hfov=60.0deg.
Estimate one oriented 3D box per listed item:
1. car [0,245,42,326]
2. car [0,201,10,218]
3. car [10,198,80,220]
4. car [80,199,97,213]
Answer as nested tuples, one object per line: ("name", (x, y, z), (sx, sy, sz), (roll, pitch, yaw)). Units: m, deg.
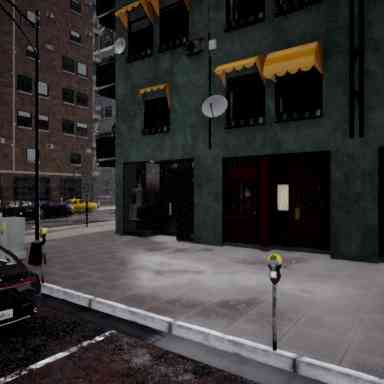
("car", (-4.501, 1.551, 6.079), (4.403, 1.369, 2.008), (0, 0, 35))
("car", (-14.073, 1.350, 26.085), (2.008, 1.369, 4.403), (1, 1, 35))
("car", (-11.222, 1.345, 25.664), (1.994, 1.385, 4.181), (0, 1, 35))
("car", (-10.985, 1.250, 30.512), (1.752, 1.417, 4.829), (1, 1, 35))
